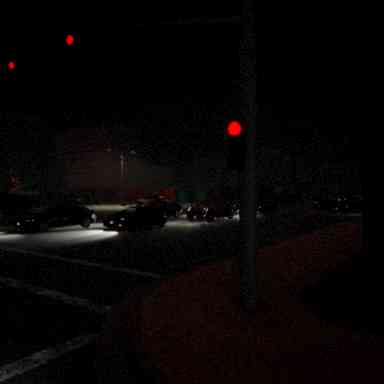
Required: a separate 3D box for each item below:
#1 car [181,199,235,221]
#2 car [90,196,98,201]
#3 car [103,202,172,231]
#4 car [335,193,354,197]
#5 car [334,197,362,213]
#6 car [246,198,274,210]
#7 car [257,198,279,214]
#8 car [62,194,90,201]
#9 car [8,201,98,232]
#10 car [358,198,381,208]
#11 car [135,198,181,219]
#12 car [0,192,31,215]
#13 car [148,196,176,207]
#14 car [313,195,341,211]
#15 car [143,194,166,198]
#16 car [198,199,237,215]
[{"bbox_3d":[1.556,1.372,27.808,2.097,1.767,4.553,0,0,37],"label":"car"},{"bbox_3d":[-18.825,1.431,60.259,3.905,1.438,1.784,0,0,35],"label":"car"},{"bbox_3d":[-3.513,1.584,20.976,1.994,1.385,4.181,0,0,36],"label":"car"},{"bbox_3d":[22.921,1.235,50.192,2.150,2.045,5.566,0,0,37],"label":"car"},{"bbox_3d":[18.111,1.573,37.929,1.994,1.385,4.181,0,0,37],"label":"car"},{"bbox_3d":[8.922,1.549,43.444,1.812,1.442,4.674,0,0,37],"label":"car"},{"bbox_3d":[7.613,1.620,35.894,1.895,1.301,4.718,0,0,37],"label":"car"},{"bbox_3d":[-20.552,1.220,57.933,4.605,1.855,1.932,0,0,35],"label":"car"},{"bbox_3d":[-8.222,1.530,20.450,1.837,1.490,4.892,0,0,36],"label":"car"},{"bbox_3d":[25.922,1.556,48.394,2.033,1.411,5.357,0,0,38],"label":"car"},{"bbox_3d":[-2.778,1.516,27.855,2.128,1.511,4.902,0,0,37],"label":"car"},{"bbox_3d":[-17.561,1.200,31.788,3.866,1.878,1.905,0,0,35],"label":"car"},{"bbox_3d":[-4.562,1.439,50.176,3.806,1.475,1.970,0,0,35],"label":"car"},{"bbox_3d":[16.691,1.506,41.873,2.128,1.511,4.902,0,0,37],"label":"car"},{"bbox_3d":[-6.245,1.200,47.820,3.866,1.878,1.905,0,0,35],"label":"car"},{"bbox_3d":[2.820,1.529,35.339,1.837,1.490,4.892,0,0,37],"label":"car"}]
